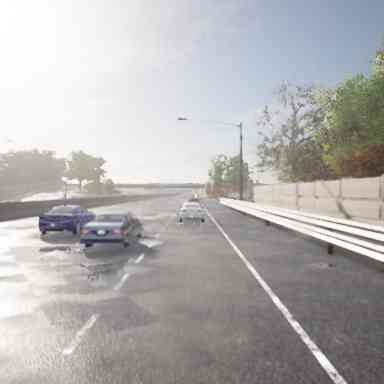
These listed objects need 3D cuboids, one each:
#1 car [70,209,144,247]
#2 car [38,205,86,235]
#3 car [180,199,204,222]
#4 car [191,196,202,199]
[{"bbox_3d":[-3.404,1.556,14.965,2.033,1.411,5.357,0,0,0],"label":"car"},{"bbox_3d":[-6.901,1.491,18.954,1.882,1.535,5.008,0,0,0],"label":"car"},{"bbox_3d":[-0.006,1.552,26.720,1.812,1.442,4.674,0,0,0],"label":"car"},{"bbox_3d":[0.749,1.579,63.317,1.882,1.535,5.008,0,0,7],"label":"car"}]
